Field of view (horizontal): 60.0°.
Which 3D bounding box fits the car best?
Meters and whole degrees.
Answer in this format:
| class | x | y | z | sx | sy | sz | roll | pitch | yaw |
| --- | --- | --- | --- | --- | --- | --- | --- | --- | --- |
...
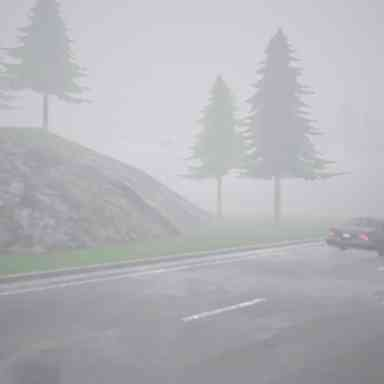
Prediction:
| class | x | y | z | sx | sy | sz | roll | pitch | yaw |
| --- | --- | --- | --- | --- | --- | --- | --- | --- | --- |
| car | 7.719 | 1.679 | 13.684 | 5.357 | 1.411 | 2.033 | 1 | 0 | -36 |
